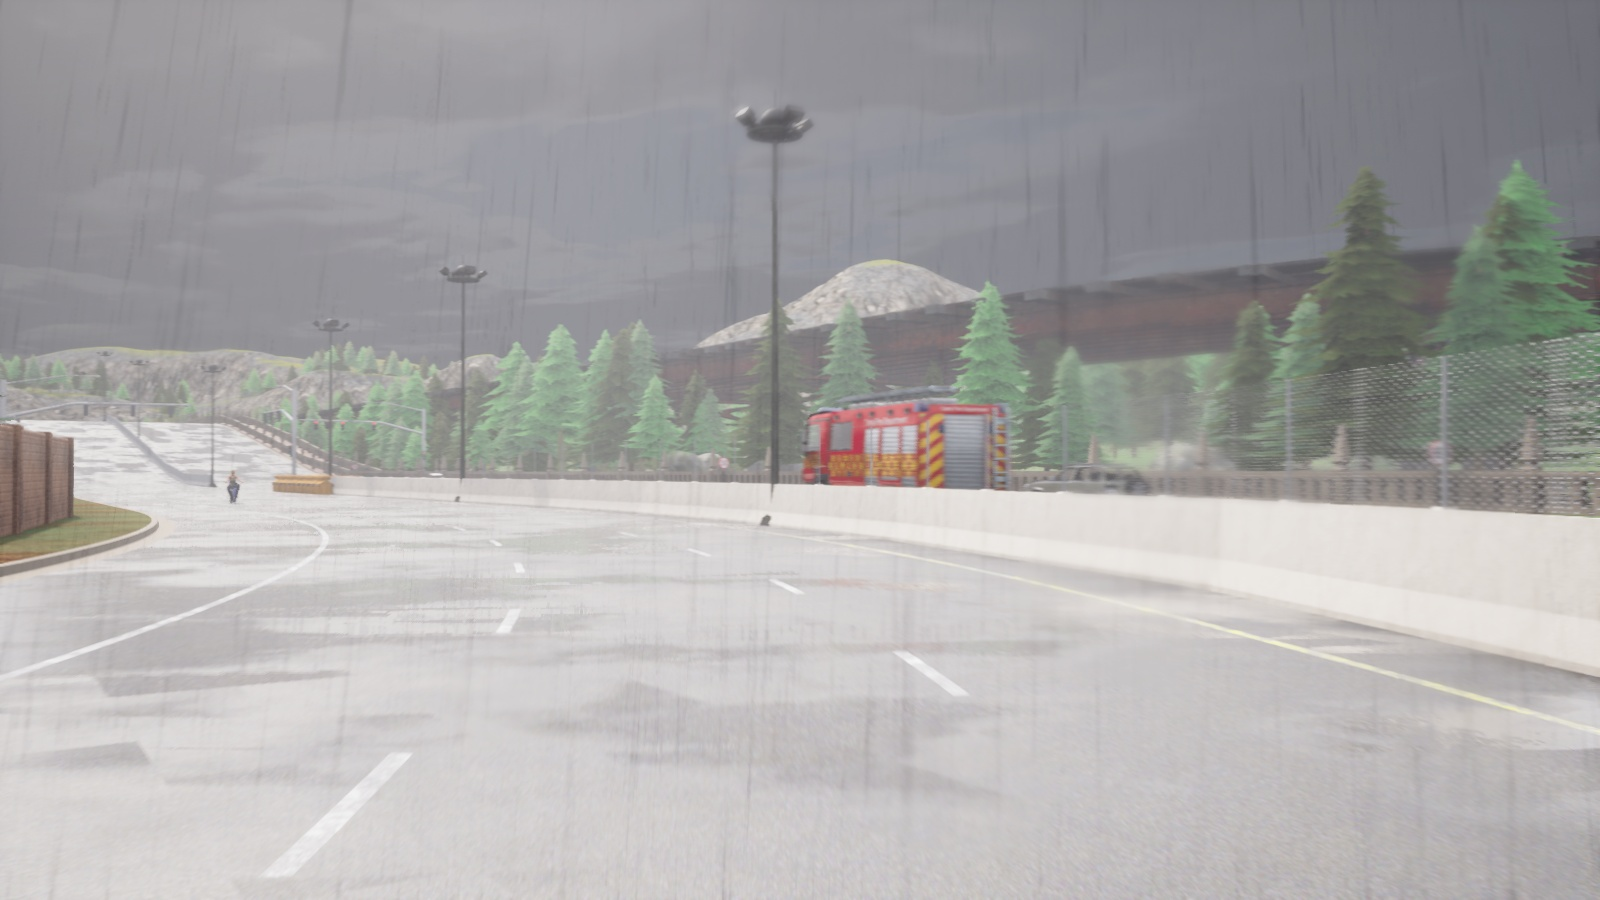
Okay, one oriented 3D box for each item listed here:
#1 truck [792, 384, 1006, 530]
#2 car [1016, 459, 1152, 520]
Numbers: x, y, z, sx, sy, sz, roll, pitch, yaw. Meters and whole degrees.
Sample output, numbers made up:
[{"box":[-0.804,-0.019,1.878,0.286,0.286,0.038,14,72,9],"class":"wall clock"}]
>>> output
[{"box":[2.659,0.251,37.381,2.891,3.827,8.468,0,-1,-22],"class":"truck"},{"box":[9.019,1.229,40.298,1.932,1.855,4.605,0,-1,-23],"class":"car"}]
